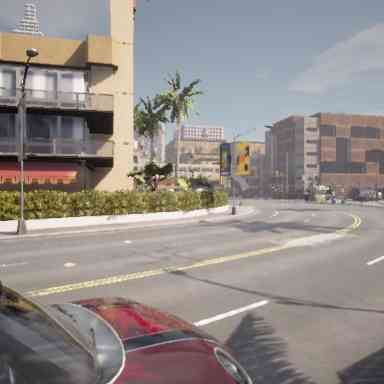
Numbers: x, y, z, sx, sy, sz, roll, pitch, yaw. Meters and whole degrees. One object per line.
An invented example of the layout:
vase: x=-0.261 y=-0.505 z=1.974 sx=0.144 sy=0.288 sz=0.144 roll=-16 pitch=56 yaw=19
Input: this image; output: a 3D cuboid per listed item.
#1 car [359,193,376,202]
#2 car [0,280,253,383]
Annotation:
car: x=36.605 y=1.215 z=70.992 sx=2.185 sy=1.767 sz=4.553 roll=0 pitch=0 yaw=-14
car: x=-1.666 y=1.345 z=2.090 sx=4.553 sy=1.767 sz=2.097 roll=0 pitch=0 yaw=-36
